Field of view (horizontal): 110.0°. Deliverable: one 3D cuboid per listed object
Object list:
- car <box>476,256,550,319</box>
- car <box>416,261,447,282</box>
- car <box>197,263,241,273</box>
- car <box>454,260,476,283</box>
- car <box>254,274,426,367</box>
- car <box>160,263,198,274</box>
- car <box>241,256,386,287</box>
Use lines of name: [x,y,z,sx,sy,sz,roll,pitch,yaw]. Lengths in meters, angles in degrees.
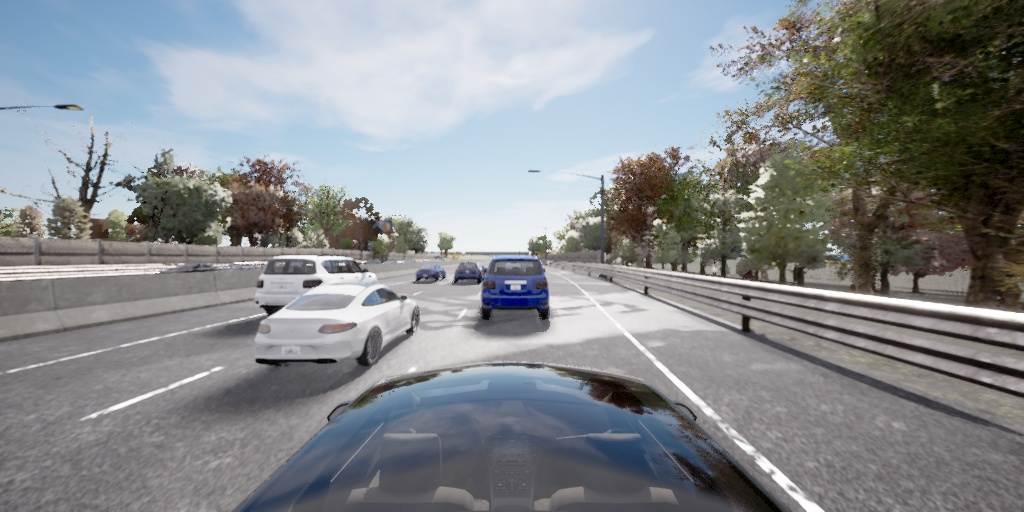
car: [0.089,1.021,13.182,2.150,2.045,5.566,0,0,0]
car: [-6.903,1.404,30.807,1.812,1.442,4.674,0,0,0]
car: [-24.597,1.432,32.100,2.033,1.411,5.357,0,0,0]
car: [-3.404,1.224,29.528,2.097,1.767,4.553,0,0,0]
car: [-3.417,1.301,7.849,1.812,1.442,4.674,0,0,0]
car: [-27.928,1.386,31.242,1.837,1.490,4.892,0,0,-1]
car: [-6.902,1.020,13.436,2.150,2.045,5.566,0,0,0]
